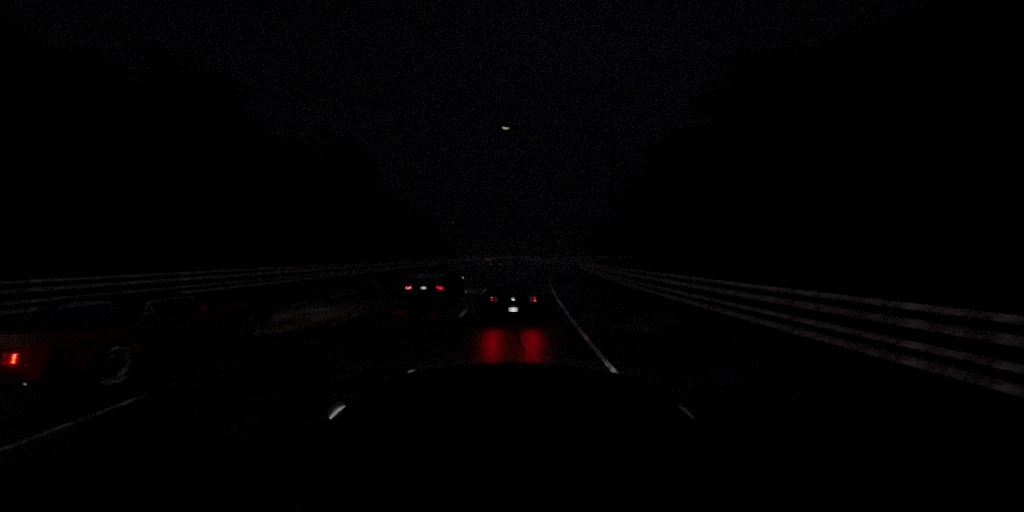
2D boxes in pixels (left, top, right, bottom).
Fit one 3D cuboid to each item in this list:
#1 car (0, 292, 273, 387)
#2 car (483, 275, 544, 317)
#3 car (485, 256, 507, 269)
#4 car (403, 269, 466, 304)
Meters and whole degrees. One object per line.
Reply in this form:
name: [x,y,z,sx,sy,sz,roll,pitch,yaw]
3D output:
car: [-6.951,1.344,6.857,1.895,1.301,4.718,0,0,0]
car: [0.071,1.343,13.173,1.895,1.301,4.718,0,0,1]
car: [-2.310,1.179,53.327,2.033,1.411,5.357,0,0,2]
car: [-3.351,1.283,16.348,2.033,1.411,5.357,0,0,1]
